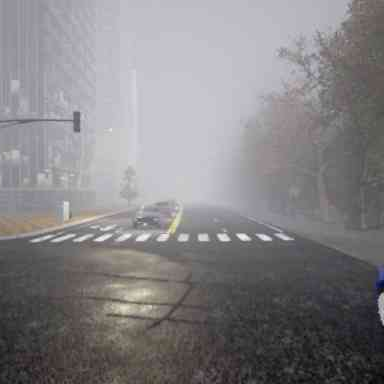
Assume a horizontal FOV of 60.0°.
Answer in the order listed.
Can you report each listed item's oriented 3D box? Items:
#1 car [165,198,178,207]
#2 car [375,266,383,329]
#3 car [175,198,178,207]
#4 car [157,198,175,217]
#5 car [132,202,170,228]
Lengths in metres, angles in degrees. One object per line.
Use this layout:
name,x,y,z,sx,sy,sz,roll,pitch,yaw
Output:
car,-3.486,1.819,58.665,2.128,1.511,4.902,0,0,-2
car,3.480,1.313,2.744,1.882,1.535,5.008,-1,3,2
car,-3.164,1.734,43.833,2.128,1.511,4.902,0,0,-1
car,-3.026,1.667,33.757,1.882,1.535,5.008,0,0,-1
car,-2.982,1.686,23.867,2.033,1.411,5.357,0,0,0
